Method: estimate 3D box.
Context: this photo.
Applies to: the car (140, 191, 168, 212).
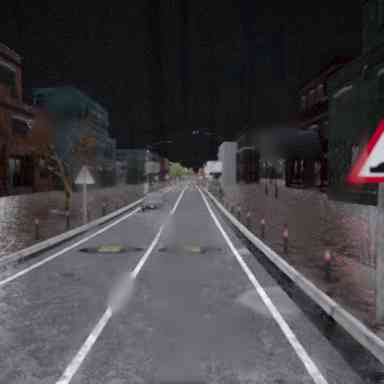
[{"bbox_3d":[-3.006,0.748,27.203,1.837,1.490,4.892,0,3,0],"label":"car"}]
